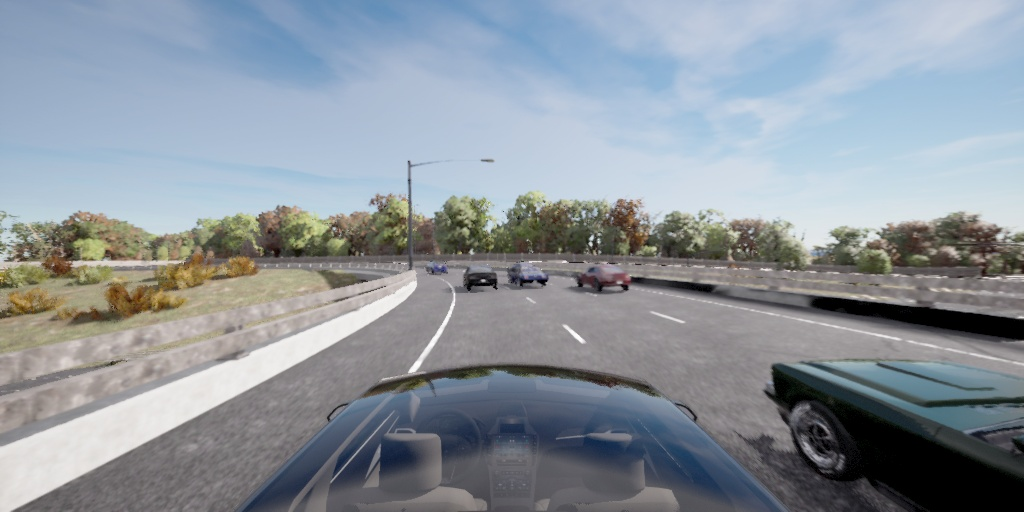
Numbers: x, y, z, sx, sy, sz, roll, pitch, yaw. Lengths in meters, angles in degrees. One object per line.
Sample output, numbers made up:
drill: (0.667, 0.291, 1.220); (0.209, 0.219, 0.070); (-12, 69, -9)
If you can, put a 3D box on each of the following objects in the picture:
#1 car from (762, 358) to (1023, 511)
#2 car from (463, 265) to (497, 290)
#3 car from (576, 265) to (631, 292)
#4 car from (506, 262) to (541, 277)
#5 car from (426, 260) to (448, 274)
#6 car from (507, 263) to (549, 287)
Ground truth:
car: (3.594, 1.288, 1.663); (1.895, 1.301, 4.718); (-1, 0, 0)
car: (-2.195, 1.344, 23.895); (1.882, 1.535, 5.008); (-1, 0, -11)
car: (5.356, 1.251, 21.395); (1.812, 1.442, 4.674); (-1, 0, -10)
car: (1.087, 1.408, 38.337); (2.033, 1.411, 5.357); (-1, 0, -18)
car: (-10.006, 1.438, 47.322); (2.097, 1.767, 4.553); (-1, 0, -24)
car: (1.032, 1.416, 25.300); (1.895, 1.301, 4.718); (-1, 0, -12)
